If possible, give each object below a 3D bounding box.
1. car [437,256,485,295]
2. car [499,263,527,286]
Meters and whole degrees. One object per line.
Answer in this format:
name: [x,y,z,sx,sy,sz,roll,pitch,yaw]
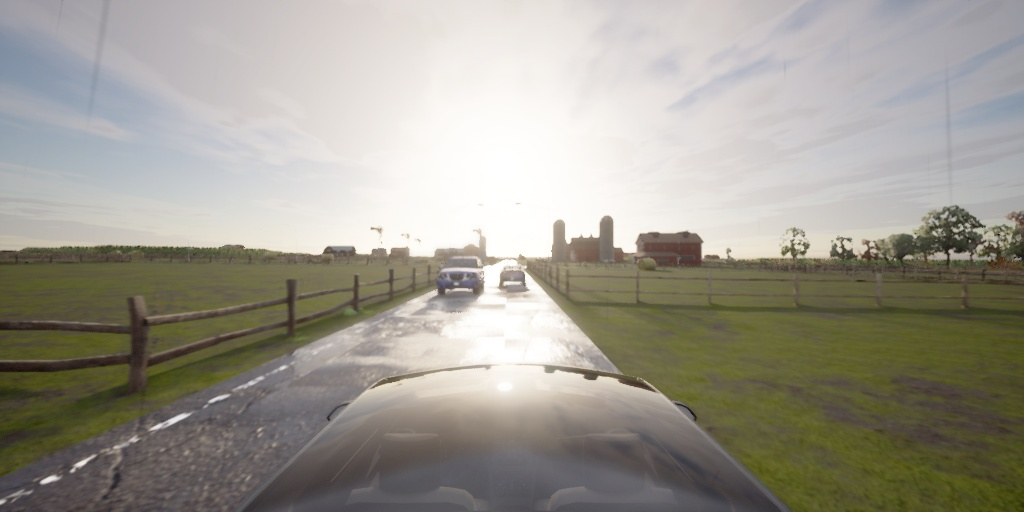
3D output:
car: [-2.750,1.039,20.524,2.150,2.045,5.566,0,0,0]
car: [0.045,1.330,26.470,2.128,1.511,4.902,0,0,1]
